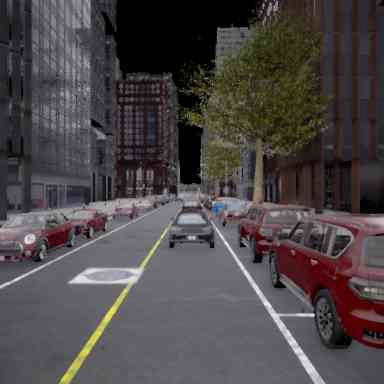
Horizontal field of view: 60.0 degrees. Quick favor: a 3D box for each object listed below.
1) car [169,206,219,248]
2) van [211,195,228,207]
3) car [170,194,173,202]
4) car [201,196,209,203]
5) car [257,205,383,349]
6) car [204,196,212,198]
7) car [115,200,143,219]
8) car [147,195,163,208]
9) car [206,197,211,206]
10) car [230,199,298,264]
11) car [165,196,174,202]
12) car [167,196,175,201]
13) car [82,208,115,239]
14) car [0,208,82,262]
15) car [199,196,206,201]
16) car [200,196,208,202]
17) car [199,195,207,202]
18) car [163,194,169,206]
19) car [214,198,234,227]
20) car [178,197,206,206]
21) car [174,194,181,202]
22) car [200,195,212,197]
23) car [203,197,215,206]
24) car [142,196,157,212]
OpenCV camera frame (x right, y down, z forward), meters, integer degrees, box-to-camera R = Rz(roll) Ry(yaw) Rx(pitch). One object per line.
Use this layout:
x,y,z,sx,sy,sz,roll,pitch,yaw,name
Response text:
0.000,1.540,14.650,1.812,1.442,4.674,0,0,0,car
2.858,1.358,28.728,1.690,1.788,3.998,0,0,0,van
-5.669,1.424,68.211,2.192,1.841,5.009,0,0,0,car
2.856,1.652,74.015,1.752,1.417,4.829,0,0,0,car
2.858,1.315,6.171,2.192,1.841,5.009,0,0,0,car
2.856,1.611,45.645,1.947,1.339,4.313,0,0,0,car
-5.668,1.599,28.740,1.802,1.307,4.206,0,0,0,car
-5.669,1.360,45.656,2.192,1.841,5.009,0,0,0,car
2.857,1.613,40.008,1.802,1.307,4.206,0,0,0,car
2.858,1.319,11.809,2.192,1.841,5.009,0,0,0,car
-5.670,1.732,85.128,1.947,1.339,4.313,0,0,0,car
-5.670,1.754,90.765,1.947,1.339,4.313,0,0,0,car
-5.668,1.553,17.462,1.887,1.381,4.507,0,0,0,car
-5.668,1.444,11.823,1.967,1.590,4.097,0,0,0,car
2.856,1.770,90.762,1.802,1.307,4.206,0,0,0,car
2.856,1.727,79.483,1.802,1.307,4.206,0,0,0,car
2.856,1.606,85.124,1.967,1.590,4.097,0,0,0,car
-5.669,1.392,56.934,2.192,1.841,5.009,0,0,0,car
2.858,1.452,23.089,1.967,1.590,4.097,0,0,0,car
0.000,1.503,29.650,1.882,1.535,5.008,0,0,0,car
-3.001,1.704,76.573,1.895,1.301,4.718,0,0,0,car
2.856,1.376,51.286,2.192,1.841,5.009,0,0,0,car
2.857,1.621,56.925,1.887,1.381,4.507,0,0,0,car
-5.668,1.556,39.848,1.752,1.417,4.829,0,0,0,car
